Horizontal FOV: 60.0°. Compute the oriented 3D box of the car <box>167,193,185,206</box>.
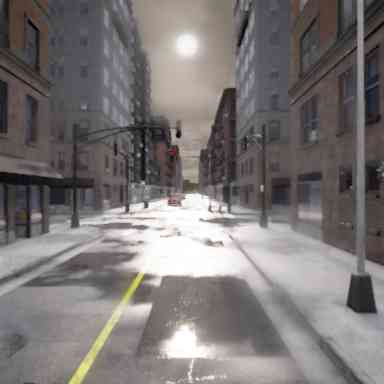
[{"bbox_3d":[-2.754,1.239,53.638,2.150,2.045,5.566,0,2,0],"label":"car"}]

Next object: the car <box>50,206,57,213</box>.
[{"bbox_3d":[-15.251,1.489,31.018,4.829,1.417,1.752,0,0,0],"label":"car"}]
